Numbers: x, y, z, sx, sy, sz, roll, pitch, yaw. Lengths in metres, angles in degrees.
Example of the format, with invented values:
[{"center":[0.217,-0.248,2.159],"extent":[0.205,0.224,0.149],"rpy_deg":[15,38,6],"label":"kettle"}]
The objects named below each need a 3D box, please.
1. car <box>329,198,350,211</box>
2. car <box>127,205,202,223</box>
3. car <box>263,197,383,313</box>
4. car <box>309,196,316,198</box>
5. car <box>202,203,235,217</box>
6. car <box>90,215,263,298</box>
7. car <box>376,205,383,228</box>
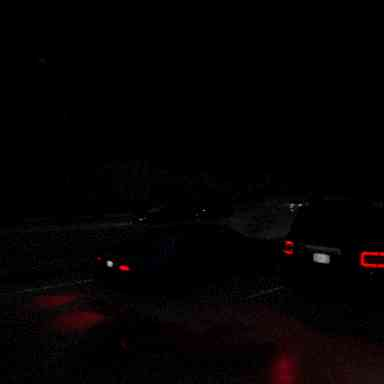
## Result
[{"center":[18.624,1.537,41.745],"extent":[2.033,1.411,5.357],"rpy_deg":[0,0,28],"label":"car"},{"center":[-1.857,1.542,20.945],"extent":[4.674,1.442,1.812],"rpy_deg":[0,0,-43],"label":"car"},{"center":[4.234,1.199,7.358],"extent":[5.566,2.045,2.150],"rpy_deg":[0,0,-40],"label":"car"},{"center":[20.851,1.603,55.174],"extent":[1.994,1.385,4.181],"rpy_deg":[-1,0,21],"label":"car"},{"center":[1.846,1.625,29.767],"extent":[1.895,1.301,4.718],"rpy_deg":[0,0,41],"label":"car"},{"center":[0.221,1.545,8.541],"extent":[5.357,1.411,2.033],"rpy_deg":[0,0,-39],"label":"car"},{"center":[13.585,1.550,21.725],"extent":[1.895,1.301,4.718],"rpy_deg":[0,0,40],"label":"car"}]
